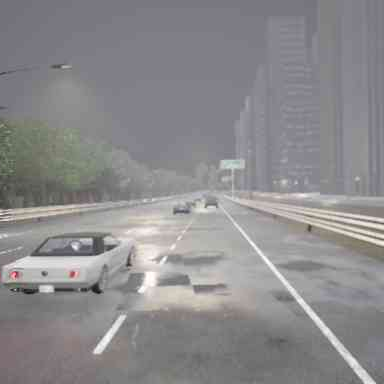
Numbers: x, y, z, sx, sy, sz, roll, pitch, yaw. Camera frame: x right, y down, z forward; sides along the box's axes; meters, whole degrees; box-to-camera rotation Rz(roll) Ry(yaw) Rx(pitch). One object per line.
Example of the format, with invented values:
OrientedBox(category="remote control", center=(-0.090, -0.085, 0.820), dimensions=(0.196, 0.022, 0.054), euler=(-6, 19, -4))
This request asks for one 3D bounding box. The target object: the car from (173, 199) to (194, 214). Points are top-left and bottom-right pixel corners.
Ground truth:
OrientedBox(category="car", center=(-1.155, 1.925, 40.702), dimensions=(1.994, 1.385, 4.181), euler=(-1, 0, 3))

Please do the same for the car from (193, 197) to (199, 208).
OrientedBox(category="car", center=(-0.196, 2.001, 58.705), dimensions=(1.812, 1.442, 4.674), euler=(-1, 0, 3))

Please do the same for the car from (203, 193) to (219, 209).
OrientedBox(category="car", center=(3.061, 1.583, 52.324), dimensions=(2.150, 2.045, 5.566), euler=(-1, 0, 3))

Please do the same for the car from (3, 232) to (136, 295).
OrientedBox(category="car", center=(-2.889, 1.740, 9.118), dimensions=(1.895, 1.301, 4.718), euler=(-1, 0, 3))

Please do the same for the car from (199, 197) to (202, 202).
OrientedBox(category="car", center=(1.767, 2.100, 92.550), dimensions=(1.882, 1.535, 5.008), euler=(-1, 0, 4))
